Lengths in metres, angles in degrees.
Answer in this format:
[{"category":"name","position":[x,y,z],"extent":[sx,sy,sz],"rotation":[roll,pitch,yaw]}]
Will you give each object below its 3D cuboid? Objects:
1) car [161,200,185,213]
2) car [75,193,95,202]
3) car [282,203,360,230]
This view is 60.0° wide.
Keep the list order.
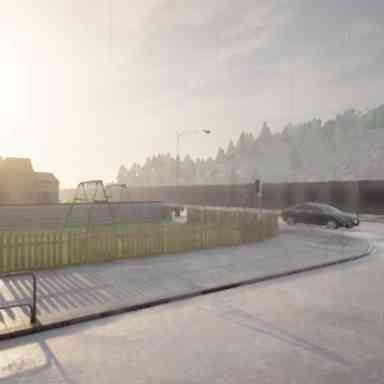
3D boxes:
[{"category":"car","position":[-2.547,1.533,35.748],"extent":[1.994,1.385,4.181],"rotation":[0,0,-36]},{"category":"car","position":[-19.151,1.188,59.001],"extent":[2.150,2.045,5.566],"rotation":[0,0,-36]},{"category":"car","position":[7.977,1.475,21.003],"extent":[1.837,1.490,4.892],"rotation":[0,0,-36]}]
